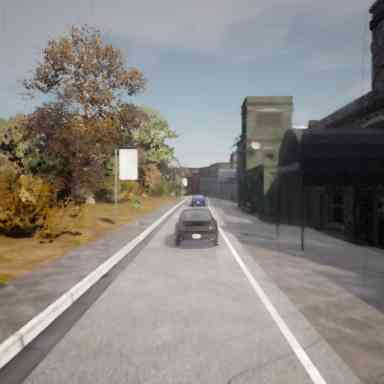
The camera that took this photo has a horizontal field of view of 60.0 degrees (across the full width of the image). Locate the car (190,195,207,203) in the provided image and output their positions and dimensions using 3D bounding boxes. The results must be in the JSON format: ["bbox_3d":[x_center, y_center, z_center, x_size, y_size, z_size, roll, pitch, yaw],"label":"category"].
[{"bbox_3d":[0.840,1.090,42.817,1.812,1.442,4.674,0,1,2],"label":"car"}]

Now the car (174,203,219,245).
[{"bbox_3d":[0.214,1.495,15.601,1.837,1.490,4.892,0,0,1],"label":"car"}]
